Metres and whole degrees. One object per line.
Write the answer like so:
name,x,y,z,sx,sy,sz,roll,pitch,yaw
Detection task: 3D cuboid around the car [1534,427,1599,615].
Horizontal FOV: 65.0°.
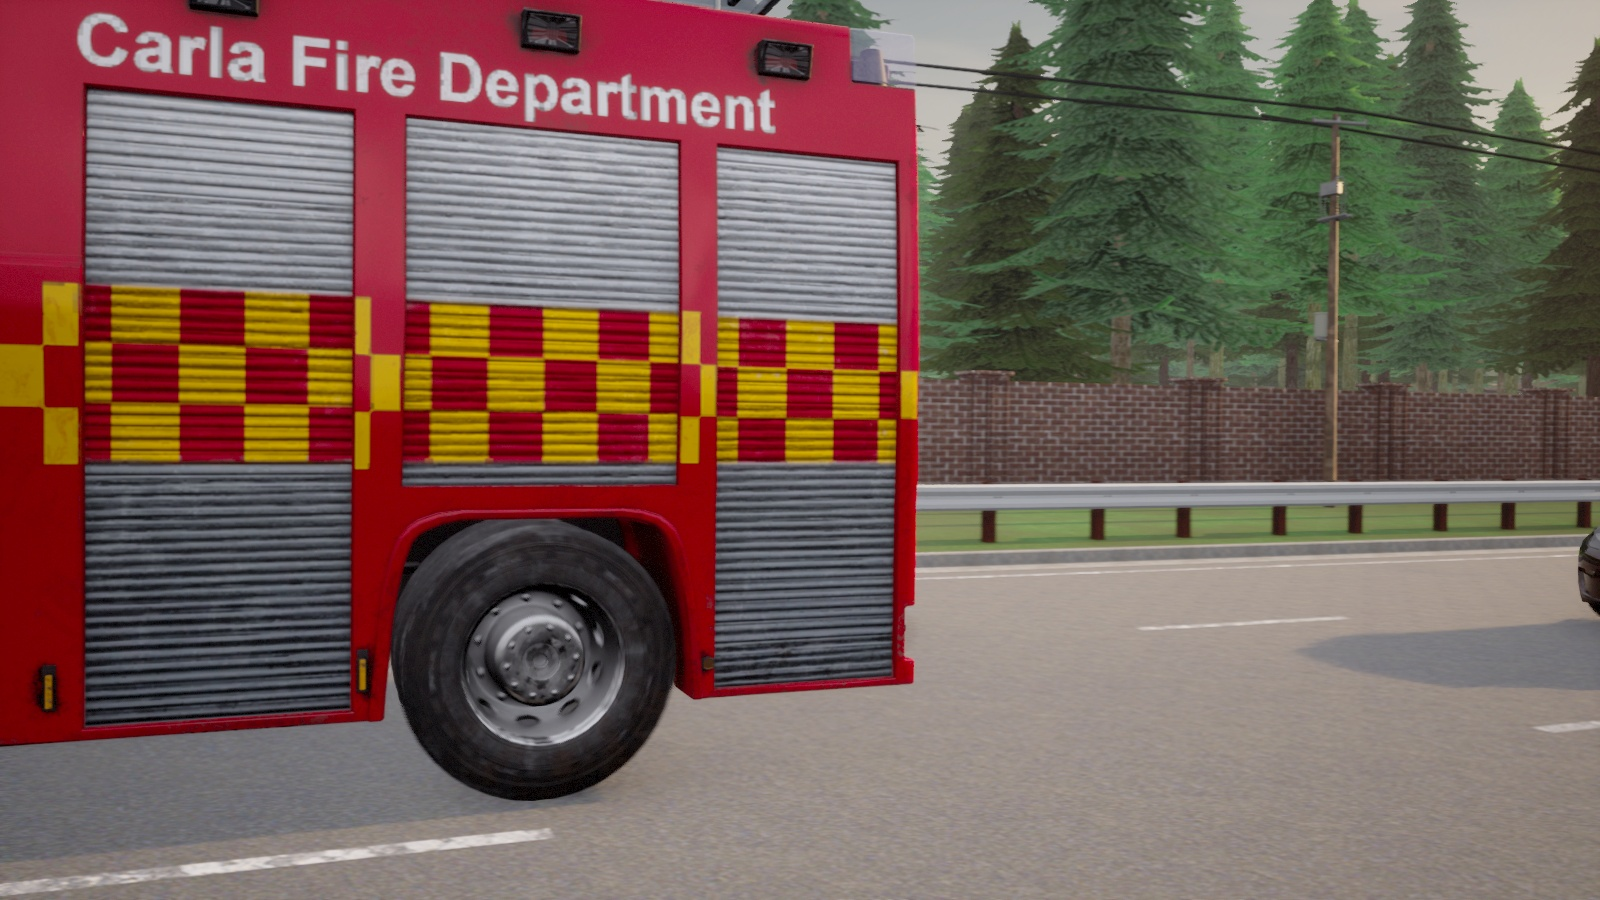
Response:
car,8.743,0.534,10.309,4.792,1.488,2.163,-1,1,-21

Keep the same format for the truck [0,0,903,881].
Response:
truck,-4.029,-0.412,5.439,8.468,3.827,2.891,-1,1,-21
